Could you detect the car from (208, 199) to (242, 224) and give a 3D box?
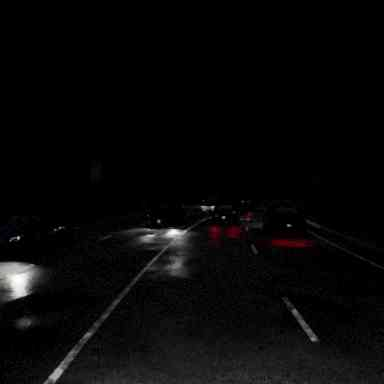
[{"bbox_3d":[2.549,1.538,24.858,1.812,1.442,4.674,0,0,10],"label":"car"}]

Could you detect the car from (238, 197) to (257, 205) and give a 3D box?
[{"bbox_3d":[10.397,1.587,61.771,2.033,1.411,5.357,0,0,25],"label":"car"}]

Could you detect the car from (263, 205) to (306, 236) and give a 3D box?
[{"bbox_3d":[5.119,1.496,18.846,1.882,1.535,5.008,0,0,8],"label":"car"}]

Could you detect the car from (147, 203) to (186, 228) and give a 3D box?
[{"bbox_3d":[-1.609,1.505,22.423,1.837,1.490,4.892,0,0,9],"label":"car"}]

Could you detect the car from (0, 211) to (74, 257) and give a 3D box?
[{"bbox_3d":[-6.318,1.513,13.161,1.812,1.442,4.674,0,0,5],"label":"car"}]

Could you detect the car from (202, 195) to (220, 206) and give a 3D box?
[{"bbox_3d":[3.182,1.364,53.612,2.097,1.767,4.553,0,0,21],"label":"car"}]

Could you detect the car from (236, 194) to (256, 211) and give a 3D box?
[{"bbox_3d":[6.902,1.250,42.514,2.150,2.045,5.566,0,0,17],"label":"car"}]
